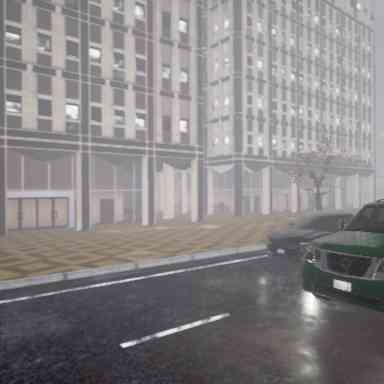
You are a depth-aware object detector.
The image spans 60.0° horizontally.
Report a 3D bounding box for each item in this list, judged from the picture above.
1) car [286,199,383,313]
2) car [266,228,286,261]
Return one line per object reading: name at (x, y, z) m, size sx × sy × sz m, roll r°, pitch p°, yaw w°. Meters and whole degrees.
car at (4.713, 1.177, 7.101) m, size 5.566 × 2.045 × 2.150 m, roll 0°, pitch 0°, yaw -36°
car at (4.565, 1.421, 11.026) m, size 5.008 × 1.535 × 1.882 m, roll 0°, pitch 0°, yaw -36°
